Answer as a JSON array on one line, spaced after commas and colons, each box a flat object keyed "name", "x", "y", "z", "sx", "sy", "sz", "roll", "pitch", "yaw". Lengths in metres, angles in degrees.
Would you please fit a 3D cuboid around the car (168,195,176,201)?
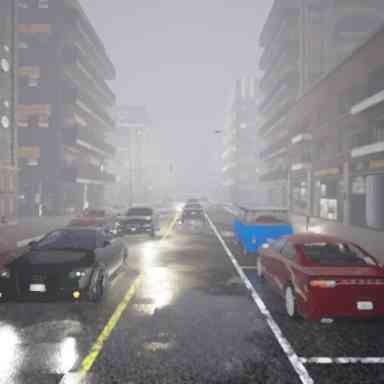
[{"name": "car", "x": -5.334, "y": 1.556, "z": 89.831, "sx": 1.887, "sy": 1.381, "sz": 4.507, "roll": 0, "pitch": 0, "yaw": 0}]

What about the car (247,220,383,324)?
[{"name": "car", "x": 2.564, "y": 1.550, "z": 7.165, "sx": 1.887, "sy": 1.381, "sz": 4.507, "roll": 0, "pitch": 0, "yaw": 0}]

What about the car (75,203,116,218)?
[{"name": "car", "x": -5.319, "y": 1.555, "z": 18.338, "sx": 1.887, "sy": 1.381, "sz": 4.507, "roll": 0, "pitch": 0, "yaw": 0}]

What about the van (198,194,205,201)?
[{"name": "van", "x": 2.547, "y": 1.352, "z": 89.833, "sx": 1.690, "sy": 1.788, "sz": 3.998, "roll": 0, "pitch": 0, "yaw": 0}]

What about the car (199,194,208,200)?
[{"name": "car", "x": 2.549, "y": 1.583, "z": 73.177, "sx": 1.947, "sy": 1.339, "sz": 4.313, "roll": 0, "pitch": 0, "yaw": 0}]

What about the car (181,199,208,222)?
[{"name": "car", "x": 0.092, "y": 1.561, "z": 26.347, "sx": 2.033, "sy": 1.411, "sz": 5.357, "roll": 0, "pitch": 0, "yaw": 0}]

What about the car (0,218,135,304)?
[{"name": "car", "x": -2.833, "y": 1.569, "z": 8.097, "sx": 1.994, "sy": 1.385, "sz": 4.181, "roll": 0, "pitch": 0, "yaw": 0}]

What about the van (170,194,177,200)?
[{"name": "van", "x": -5.335, "y": 1.350, "z": 95.383, "sx": 1.690, "sy": 1.788, "sz": 3.998, "roll": 0, "pitch": 0, "yaw": 0}]

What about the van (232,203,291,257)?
[{"name": "van", "x": 2.563, "y": 1.349, "z": 12.752, "sx": 1.690, "sy": 1.788, "sz": 3.998, "roll": 0, "pitch": 0, "yaw": 0}]

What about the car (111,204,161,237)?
[{"name": "car", "x": -2.754, "y": 1.515, "z": 18.093, "sx": 1.837, "sy": 1.490, "sz": 4.892, "roll": 0, "pitch": 0, "yaw": 0}]

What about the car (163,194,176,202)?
[{"name": "car", "x": -5.330, "y": 1.332, "z": 73.175, "sx": 2.192, "sy": 1.841, "sz": 5.009, "roll": 0, "pitch": 0, "yaw": 0}]

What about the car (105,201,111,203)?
[{"name": "car", "x": -5.320, "y": 1.563, "z": 23.926, "sx": 2.008, "sy": 1.369, "sz": 4.403, "roll": 0, "pitch": 0, "yaw": 0}]

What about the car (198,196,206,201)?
[{"name": "car", "x": 2.547, "y": 1.596, "z": 84.281, "sx": 1.802, "sy": 1.307, "sz": 4.206, "roll": 0, "pitch": 0, "yaw": 0}]

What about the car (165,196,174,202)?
[{"name": "car", "x": -5.332, "y": 1.560, "z": 78.727, "sx": 1.887, "sy": 1.381, "sz": 4.507, "roll": 0, "pitch": 0, "yaw": 0}]

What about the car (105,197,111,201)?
[{"name": "car", "x": -16.930, "y": 1.657, "z": 61.012, "sx": 4.097, "sy": 1.590, "sz": 1.967, "roll": -1, "pitch": 1, "yaw": 0}]

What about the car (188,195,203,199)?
[{"name": "car", "x": 0.114, "y": 1.522, "z": 42.430, "sx": 1.837, "sy": 1.490, "sz": 4.892, "roll": 0, "pitch": 0, "yaw": 1}]
